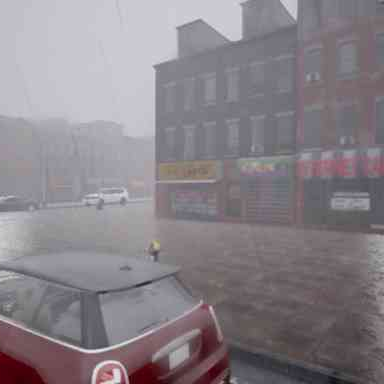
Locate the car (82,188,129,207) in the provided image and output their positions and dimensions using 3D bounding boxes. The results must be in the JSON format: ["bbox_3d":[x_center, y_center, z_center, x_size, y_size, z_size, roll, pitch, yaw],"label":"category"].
[{"bbox_3d":[-9.635,0.560,37.650,2.150,2.045,5.566,0,2,35],"label":"car"}]

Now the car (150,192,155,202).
[{"bbox_3d":[-3.387,0.293,46.427,2.150,2.045,5.566,0,2,35],"label":"car"}]

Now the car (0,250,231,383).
[{"bbox_3d":[-1.690,1.445,4.008,4.097,1.590,1.967,0,0,35],"label":"car"}]

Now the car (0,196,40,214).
[{"bbox_3d":[-15.815,1.119,28.943,1.837,1.490,4.892,0,2,35],"label":"car"}]
